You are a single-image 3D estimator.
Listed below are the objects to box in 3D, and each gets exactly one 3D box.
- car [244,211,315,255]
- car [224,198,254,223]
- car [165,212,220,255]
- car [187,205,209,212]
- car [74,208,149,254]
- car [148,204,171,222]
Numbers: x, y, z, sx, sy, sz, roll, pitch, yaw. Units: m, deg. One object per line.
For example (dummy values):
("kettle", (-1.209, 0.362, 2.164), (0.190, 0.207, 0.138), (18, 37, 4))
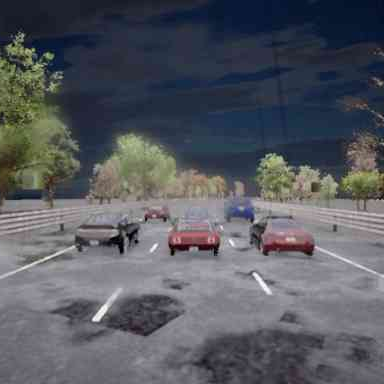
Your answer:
("car", (3.614, 1.701, 14.029), (1.994, 1.385, 4.181), (0, 0, 1))
("car", (3.991, 1.496, 28.558), (2.150, 2.045, 5.566), (0, 0, 2))
("car", (0.108, 1.736, 13.872), (1.895, 1.301, 4.718), (0, -1, 1))
("car", (0.493, 1.828, 28.649), (2.033, 1.411, 5.357), (0, -1, 2))
("car", (-3.380, 1.619, 14.122), (2.128, 1.511, 4.902), (1, -1, 1))
("car", (-2.966, 1.789, 29.169), (1.812, 1.442, 4.674), (2, 0, 2))
